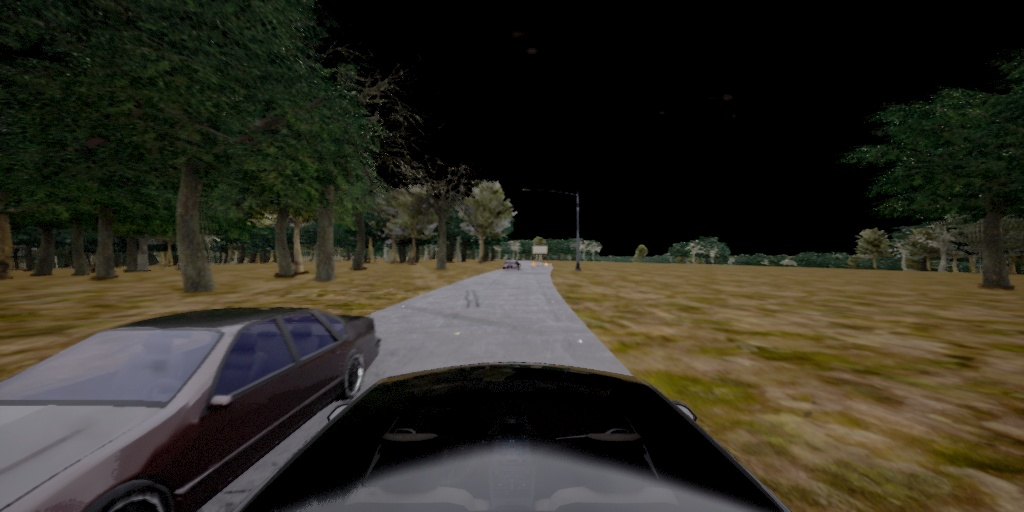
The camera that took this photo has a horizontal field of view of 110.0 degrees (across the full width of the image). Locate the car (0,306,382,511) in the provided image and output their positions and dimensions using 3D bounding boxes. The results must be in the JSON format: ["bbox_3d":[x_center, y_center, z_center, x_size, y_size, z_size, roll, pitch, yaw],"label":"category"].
[{"bbox_3d":[-3.071,1.291,3.649,2.033,1.411,5.357,0,0,0],"label":"car"}]

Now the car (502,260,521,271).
[{"bbox_3d":[0.004,1.182,46.629,1.994,1.385,4.181,0,0,8],"label":"car"}]

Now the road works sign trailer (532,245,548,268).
[{"bbox_3d":[4.280,0.061,55.015,2.380,3.560,2.880,0,0,6],"label":"road works sign trailer"}]
